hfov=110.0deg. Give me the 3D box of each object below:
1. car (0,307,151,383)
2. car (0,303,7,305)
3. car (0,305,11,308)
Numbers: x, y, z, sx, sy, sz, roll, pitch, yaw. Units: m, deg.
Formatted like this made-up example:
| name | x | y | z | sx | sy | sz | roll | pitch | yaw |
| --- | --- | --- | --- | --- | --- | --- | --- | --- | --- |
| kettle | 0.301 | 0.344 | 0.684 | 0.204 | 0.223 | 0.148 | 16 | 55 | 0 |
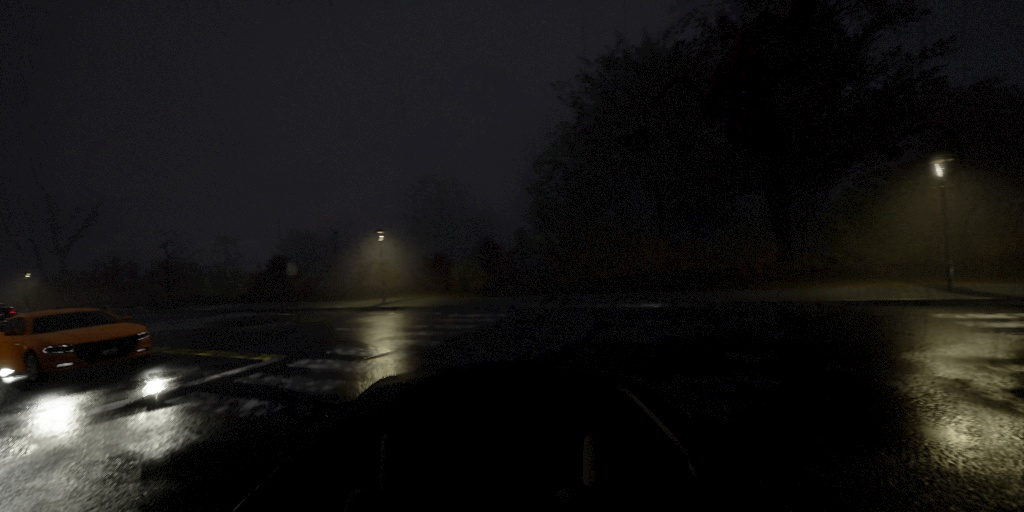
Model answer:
| name | x | y | z | sx | sy | sz | roll | pitch | yaw |
| --- | --- | --- | --- | --- | --- | --- | --- | --- | --- |
| car | -11.643 | 2.119 | 9.355 | 5.008 | 1.535 | 1.882 | -4 | -1 | 24 |
| car | -40.859 | 4.412 | 27.964 | 4.674 | 1.442 | 1.812 | -4 | -1 | 20 |
| car | -20.386 | 2.787 | 13.021 | 4.902 | 1.511 | 2.128 | -4 | -1 | 22 |
